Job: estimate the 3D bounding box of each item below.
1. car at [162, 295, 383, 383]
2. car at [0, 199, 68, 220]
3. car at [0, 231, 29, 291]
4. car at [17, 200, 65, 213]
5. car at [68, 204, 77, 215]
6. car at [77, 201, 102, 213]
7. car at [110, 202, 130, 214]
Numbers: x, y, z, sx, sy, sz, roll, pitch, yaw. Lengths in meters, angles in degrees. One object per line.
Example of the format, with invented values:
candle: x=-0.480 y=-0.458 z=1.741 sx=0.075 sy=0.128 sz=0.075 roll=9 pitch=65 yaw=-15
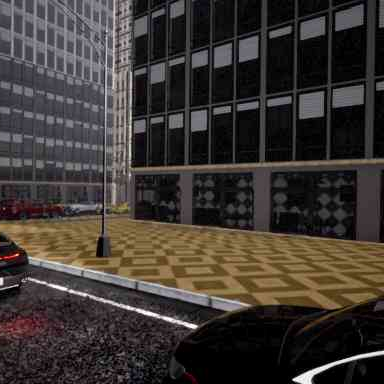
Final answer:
car: x=1.974 y=1.505 z=2.267 sx=4.892 sy=1.490 sz=1.837 roll=0 pitch=0 yaw=36
car: x=-14.173 y=1.520 z=29.675 sx=2.192 sy=1.841 sz=5.009 roll=1 pitch=0 yaw=37
car: x=-5.742 y=1.500 z=7.811 sx=4.892 sy=1.490 sz=1.837 roll=0 pitch=0 yaw=36
car: x=-17.636 y=1.643 z=39.063 sx=1.752 sy=1.417 sz=4.829 roll=1 pitch=0 yaw=37
car: x=-14.503 y=1.714 z=33.576 sx=1.812 sy=1.442 sz=4.674 roll=1 pitch=0 yaw=37
car: x=-13.181 y=1.795 z=40.699 sx=1.895 sy=1.301 sz=4.718 roll=1 pitch=0 yaw=37
car: x=-7.341 y=1.830 z=38.862 sx=1.752 sy=1.417 sz=4.829 roll=1 pitch=0 yaw=37
